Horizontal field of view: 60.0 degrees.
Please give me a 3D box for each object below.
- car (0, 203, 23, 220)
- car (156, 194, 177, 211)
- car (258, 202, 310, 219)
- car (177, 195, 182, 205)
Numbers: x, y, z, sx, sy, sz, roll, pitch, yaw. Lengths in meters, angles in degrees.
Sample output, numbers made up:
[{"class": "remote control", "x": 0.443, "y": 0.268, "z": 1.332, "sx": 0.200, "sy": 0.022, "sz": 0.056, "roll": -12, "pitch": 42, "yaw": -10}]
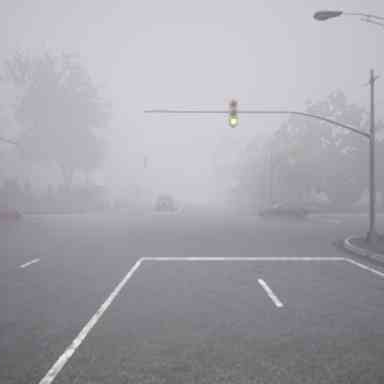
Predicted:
[{"class": "car", "x": -17.066, "y": 1.682, "z": 28.977, "sx": 4.181, "sy": 1.385, "sz": 1.994, "roll": 0, "pitch": 0, "yaw": -3}, {"class": "car", "x": -3.522, "y": 1.393, "z": 44.178, "sx": 2.150, "sy": 2.045, "sz": 5.566, "roll": 0, "pitch": 1, "yaw": 0}, {"class": "car", "x": 8.352, "y": 1.655, "z": 30.358, "sx": 4.674, "sy": 1.442, "sz": 1.812, "roll": 0, "pitch": 0, "yaw": -3}, {"class": "car", "x": -3.540, "y": 1.762, "z": 62.816, "sx": 2.033, "sy": 1.411, "sz": 5.357, "roll": 0, "pitch": 0, "yaw": 0}]
